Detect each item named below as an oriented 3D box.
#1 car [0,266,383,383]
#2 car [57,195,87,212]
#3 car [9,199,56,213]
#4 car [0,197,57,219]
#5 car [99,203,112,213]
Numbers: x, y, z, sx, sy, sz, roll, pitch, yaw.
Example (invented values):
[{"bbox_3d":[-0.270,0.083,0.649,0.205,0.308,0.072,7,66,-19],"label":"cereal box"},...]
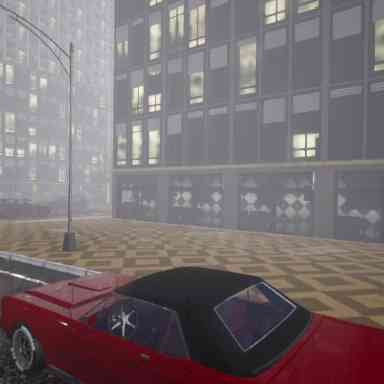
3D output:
[{"bbox_3d":[-0.308,1.600,3.911,4.718,1.301,1.895,0,0,36],"label":"car"},{"bbox_3d":[-15.557,1.405,40.624,2.150,2.045,5.566,1,0,37],"label":"car"},{"bbox_3d":[-19.170,1.642,40.130,1.752,1.417,4.829,1,0,37],"label":"car"},{"bbox_3d":[-15.700,1.519,30.745,2.192,1.841,5.009,1,0,37],"label":"car"},{"bbox_3d":[-8.876,1.829,39.936,1.752,1.417,4.829,1,0,37],"label":"car"}]
